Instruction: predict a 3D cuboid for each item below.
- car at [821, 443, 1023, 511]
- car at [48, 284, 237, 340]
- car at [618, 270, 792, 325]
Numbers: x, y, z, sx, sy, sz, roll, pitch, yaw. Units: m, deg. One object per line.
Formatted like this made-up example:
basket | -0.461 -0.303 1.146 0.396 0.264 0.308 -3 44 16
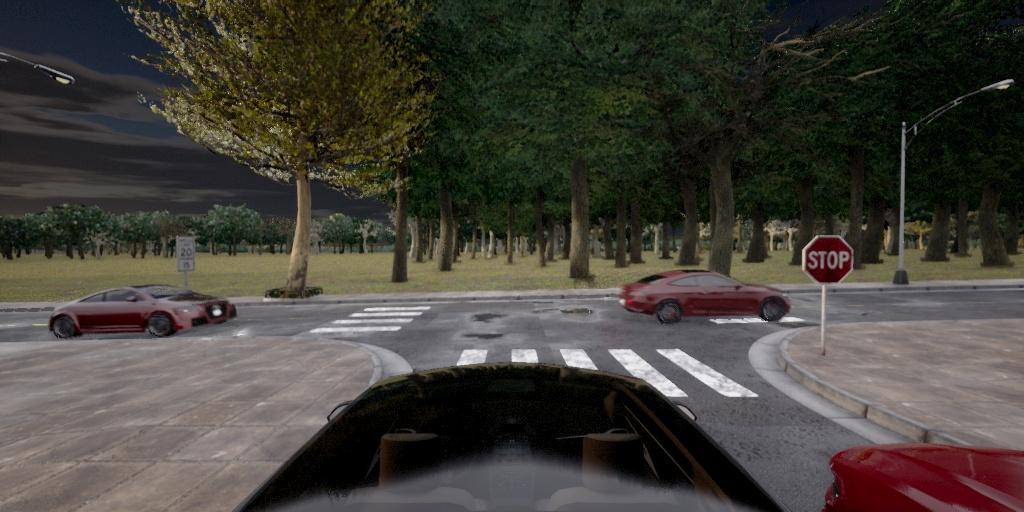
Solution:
car | 2.635 1.297 0.205 1.888 1.381 4.507 0 0 0
car | -10.765 1.550 10.655 4.181 1.385 1.994 -2 1 0
car | 5.562 1.127 10.644 4.674 1.442 1.812 -1 1 0
